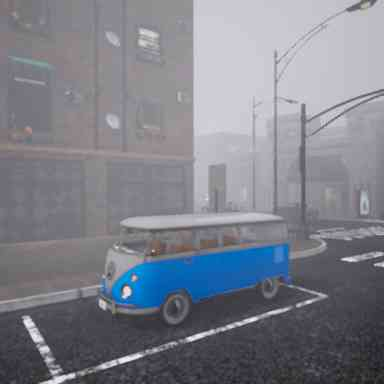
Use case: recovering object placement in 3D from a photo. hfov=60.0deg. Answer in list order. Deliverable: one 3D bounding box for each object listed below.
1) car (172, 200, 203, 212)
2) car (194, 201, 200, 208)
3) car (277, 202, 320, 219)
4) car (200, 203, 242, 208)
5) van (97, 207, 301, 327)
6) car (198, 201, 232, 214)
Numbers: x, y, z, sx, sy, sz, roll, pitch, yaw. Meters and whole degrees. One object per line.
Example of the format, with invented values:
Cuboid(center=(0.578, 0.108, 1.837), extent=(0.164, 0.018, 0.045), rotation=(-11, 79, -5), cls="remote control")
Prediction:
Cuboid(center=(-0.651, 1.821, 43.567), extent=(2.008, 1.369, 4.403), rotation=(-1, 0, -35), cls="car")
Cuboid(center=(-0.953, 1.741, 29.417), extent=(2.008, 1.369, 4.403), rotation=(-1, 0, -35), cls="car")
Cuboid(center=(9.170, 1.570, 29.581), extent=(1.967, 1.590, 4.097), rotation=(-1, 0, -35), cls="car")
Cuboid(center=(3.176, 1.652, 28.227), extent=(2.128, 1.511, 4.902), rotation=(0, 0, -35), cls="car")
Cuboid(center=(0.234, 1.341, 6.729), extent=(3.998, 1.788, 1.690), rotation=(0, 0, -36), cls="van")
Cuboid(center=(2.624, 1.805, 38.905), extent=(1.802, 1.307, 4.206), rotation=(-1, 0, -35), cls="car")
